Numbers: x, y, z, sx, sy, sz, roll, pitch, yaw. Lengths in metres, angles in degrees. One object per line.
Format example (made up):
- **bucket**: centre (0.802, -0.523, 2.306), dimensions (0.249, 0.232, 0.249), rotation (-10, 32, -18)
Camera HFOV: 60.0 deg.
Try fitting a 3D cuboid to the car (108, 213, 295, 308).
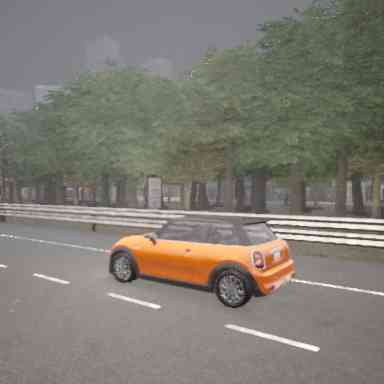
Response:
- **car**: centre (0.037, 1.352, 8.144), dimensions (4.553, 1.767, 2.097), rotation (0, 0, 36)
